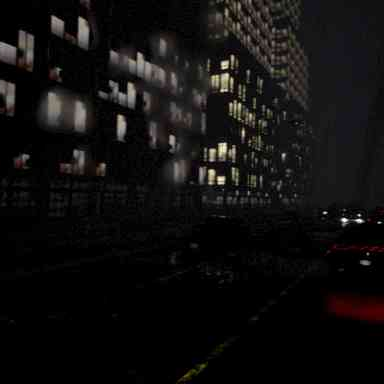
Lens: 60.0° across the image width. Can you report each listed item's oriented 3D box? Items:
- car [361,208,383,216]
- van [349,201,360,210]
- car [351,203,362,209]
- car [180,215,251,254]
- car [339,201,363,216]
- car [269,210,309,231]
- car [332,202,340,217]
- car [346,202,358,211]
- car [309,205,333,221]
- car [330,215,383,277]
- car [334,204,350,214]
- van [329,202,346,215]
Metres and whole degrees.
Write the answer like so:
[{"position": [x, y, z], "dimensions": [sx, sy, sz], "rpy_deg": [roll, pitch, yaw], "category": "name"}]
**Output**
[{"position": [14.350, 2.204, 25.388], "dimensions": [1.994, 1.385, 4.181], "rpy_deg": [2, 0, 30], "category": "car"}, {"position": [35.809, 2.982, 73.288], "dimensions": [1.690, 1.788, 3.998], "rpy_deg": [2, 0, 30], "category": "van"}, {"position": [38.686, 3.329, 78.193], "dimensions": [1.947, 1.339, 4.313], "rpy_deg": [2, 0, 30], "category": "car"}, {"position": [1.188, 1.713, 14.419], "dimensions": [1.947, 1.339, 4.313], "rpy_deg": [2, 0, 30], "category": "car"}, {"position": [19.580, 2.262, 40.423], "dimensions": [2.097, 1.767, 4.553], "rpy_deg": [2, 0, 31], "category": "car"}, {"position": [6.955, 1.982, 24.228], "dimensions": [1.802, 1.307, 4.206], "rpy_deg": [2, 0, 30], "category": "car"}, {"position": [18.495, 2.446, 43.853], "dimensions": [1.887, 1.381, 4.507], "rpy_deg": [2, 0, 30], "category": "car"}, {"position": [32.921, 2.959, 68.381], "dimensions": [1.967, 1.590, 4.097], "rpy_deg": [2, 0, 30], "category": "car"}, {"position": [12.726, 2.202, 34.041], "dimensions": [2.008, 1.369, 4.403], "rpy_deg": [2, 0, 30], "category": "car"}, {"position": [5.764, 1.742, 10.782], "dimensions": [1.882, 1.535, 5.008], "rpy_deg": [2, -1, 30], "category": "car"}, {"position": [24.263, 2.731, 53.664], "dimensions": [1.802, 1.307, 4.206], "rpy_deg": [2, 0, 30], "category": "car"}, {"position": [21.387, 2.367, 48.760], "dimensions": [1.690, 1.788, 3.998], "rpy_deg": [2, 0, 30], "category": "van"}]
